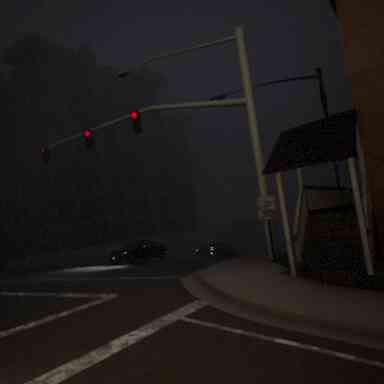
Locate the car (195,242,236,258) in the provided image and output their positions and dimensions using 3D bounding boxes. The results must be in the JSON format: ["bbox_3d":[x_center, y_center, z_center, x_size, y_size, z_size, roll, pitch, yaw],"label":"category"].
[{"bbox_3d":[2.233,5.359,30.618,2.097,1.767,4.553,-11,-18,34],"label":"car"}]

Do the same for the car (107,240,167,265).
[{"bbox_3d":[-3.587,4.035,22.610,1.812,1.442,4.674,-11,-11,33],"label":"car"}]
